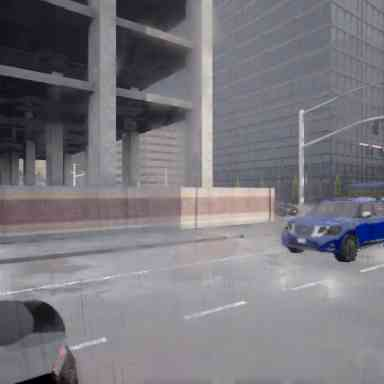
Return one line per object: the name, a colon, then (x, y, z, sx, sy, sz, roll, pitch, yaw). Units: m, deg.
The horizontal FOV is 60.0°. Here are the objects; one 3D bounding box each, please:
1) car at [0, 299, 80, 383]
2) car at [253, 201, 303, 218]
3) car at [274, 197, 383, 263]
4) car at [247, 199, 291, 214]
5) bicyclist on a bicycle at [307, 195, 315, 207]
car: (-3.152, 1.491, 1.748, 4.902, 1.511, 2.128, 0, 0, -35)
car: (8.063, 1.564, 31.496, 1.994, 1.385, 4.181, 0, 0, -36)
car: (5.787, 1.221, 12.408, 5.566, 2.045, 2.150, 0, 0, -36)
car: (8.469, 1.526, 36.896, 1.812, 1.442, 4.674, 0, 0, -36)
bicyclist on a bicycle: (16.533, 1.301, 46.187, 1.656, 1.620, 0.582, 0, 0, -36)
